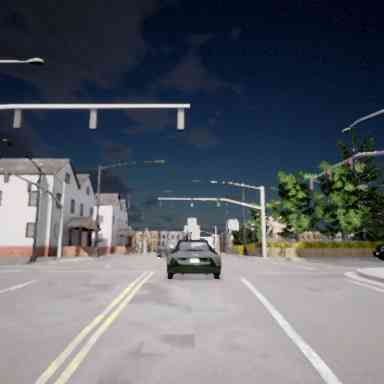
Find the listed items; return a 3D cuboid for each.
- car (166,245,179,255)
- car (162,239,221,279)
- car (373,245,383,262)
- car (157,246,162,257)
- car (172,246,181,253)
[{"bbox_3d":[-3.531,10.495,60.284,2.097,1.767,4.553,0,-10,1],"label":"car"},{"bbox_3d":[0.001,2.593,13.315,1.994,1.385,4.181,1,-8,-2],"label":"car"},{"bbox_3d":[17.158,4.404,25.865,5.566,2.045,2.150,-1,-10,1],"label":"car"},{"bbox_3d":[-3.576,7.922,44.515,1.837,1.490,4.892,0,-10,0],"label":"car"},{"bbox_3d":[-3.492,13.093,75.271,1.882,1.535,5.008,0,-10,0],"label":"car"}]
